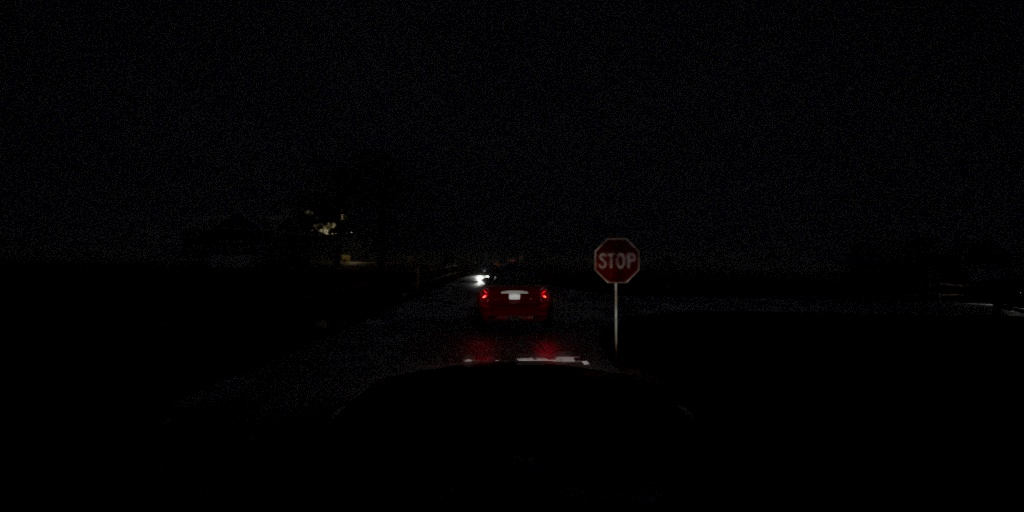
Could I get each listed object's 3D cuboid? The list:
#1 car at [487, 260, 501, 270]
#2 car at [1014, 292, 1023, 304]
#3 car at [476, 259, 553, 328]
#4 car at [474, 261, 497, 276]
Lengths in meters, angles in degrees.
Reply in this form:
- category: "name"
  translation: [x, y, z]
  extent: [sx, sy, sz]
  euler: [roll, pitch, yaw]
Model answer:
- category: "car"
  translation: [-2.827, 1.340, 55.951]
  extent: [1.882, 1.535, 5.008]
  euler: [0, 0, 0]
- category: "car"
  translation: [29.646, 1.949, 18.779]
  extent: [4.892, 1.490, 1.837]
  euler: [1, -1, 0]
- category: "car"
  translation: [0.077, 1.104, 11.562]
  extent: [2.097, 1.767, 4.553]
  euler: [0, 0, 0]
- category: "car"
  translation: [-2.849, 1.293, 39.491]
  extent: [2.128, 1.511, 4.902]
  euler: [0, 0, 0]
